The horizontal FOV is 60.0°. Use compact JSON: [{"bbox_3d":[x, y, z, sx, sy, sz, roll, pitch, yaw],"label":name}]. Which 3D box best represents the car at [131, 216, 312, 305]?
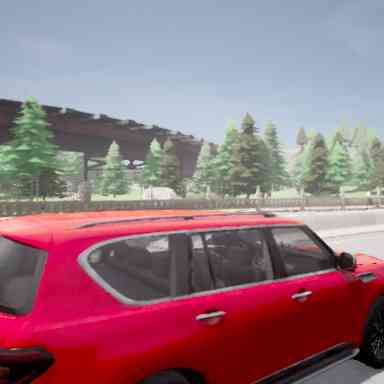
[{"bbox_3d":[0.951,1.527,8.751,4.674,1.442,1.812,0,0,-35],"label":"car"}]

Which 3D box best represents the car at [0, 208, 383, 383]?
[{"bbox_3d":[0.411,1.222,4.086,5.566,2.045,2.150,0,0,-35],"label":"car"}]
